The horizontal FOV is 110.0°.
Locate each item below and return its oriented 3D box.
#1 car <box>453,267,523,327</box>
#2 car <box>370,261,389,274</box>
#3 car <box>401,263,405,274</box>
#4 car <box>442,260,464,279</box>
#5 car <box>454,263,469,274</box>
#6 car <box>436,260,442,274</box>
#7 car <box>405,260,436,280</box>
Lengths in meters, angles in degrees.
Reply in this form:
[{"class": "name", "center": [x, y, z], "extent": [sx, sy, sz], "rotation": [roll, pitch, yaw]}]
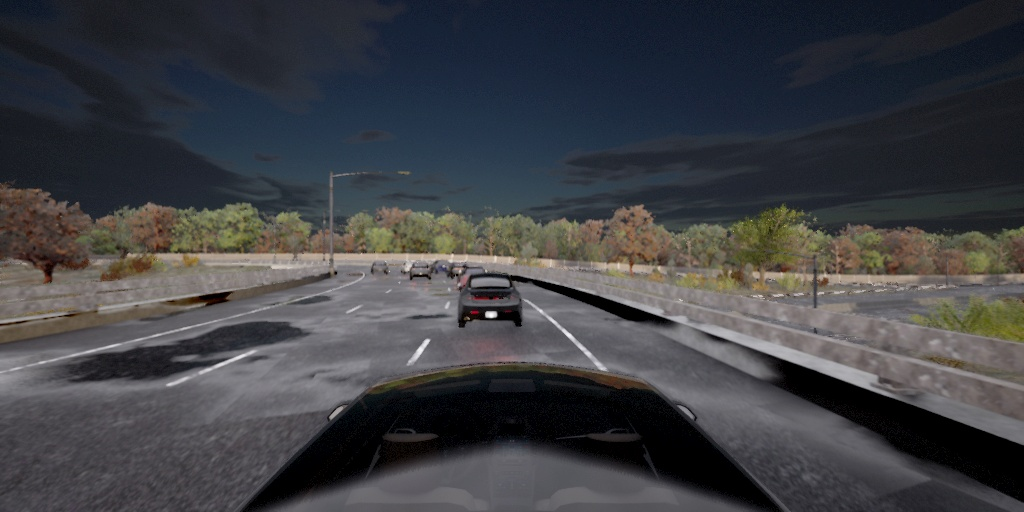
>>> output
[{"class": "car", "center": [-0.743, 1.284, 11.737], "extent": [1.837, 1.490, 4.892], "rotation": [0, 0, -5]}, {"class": "car", "center": [-15.952, 1.379, 43.090], "extent": [2.128, 1.511, 4.902], "rotation": [0, 0, -24]}, {"class": "car", "center": [-12.427, 1.408, 43.745], "extent": [1.812, 1.442, 4.674], "rotation": [0, 0, -23]}, {"class": "car", "center": [-5.009, 1.333, 33.530], "extent": [2.128, 1.511, 4.902], "rotation": [0, 0, -16]}, {"class": "car", "center": [-2.485, 1.376, 23.218], "extent": [1.994, 1.385, 4.181], "rotation": [0, 0, -11]}, {"class": "car", "center": [-8.705, 1.229, 43.858], "extent": [2.097, 1.767, 4.553], "rotation": [0, 0, -22]}, {"class": "car", "center": [-8.391, 1.334, 32.720], "extent": [2.128, 1.511, 4.902], "rotation": [0, -1, -16]}]
